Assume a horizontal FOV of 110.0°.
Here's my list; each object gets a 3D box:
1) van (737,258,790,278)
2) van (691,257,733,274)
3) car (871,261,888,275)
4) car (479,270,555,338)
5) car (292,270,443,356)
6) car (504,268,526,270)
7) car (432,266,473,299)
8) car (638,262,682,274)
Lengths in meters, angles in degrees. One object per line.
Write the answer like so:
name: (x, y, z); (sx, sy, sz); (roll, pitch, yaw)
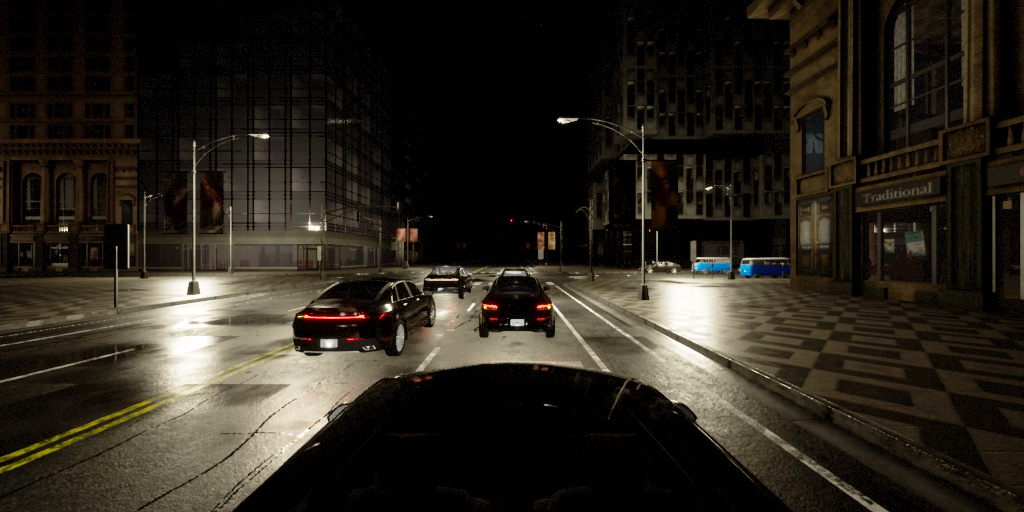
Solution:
van: (21.545, 1.038, 30.254); (3.998, 1.789, 1.690); (0, 0, 0)
van: (21.606, 1.050, 38.779); (3.998, 1.789, 1.690); (0, 0, 0)
car: (32.782, 1.258, 30.172); (4.207, 1.307, 1.802); (0, 0, 0)
car: (0.124, 1.277, 10.070); (1.812, 1.442, 4.674); (0, 0, 0)
car: (-3.132, 1.256, 8.576); (1.837, 1.490, 4.892); (0, 0, 0)
car: (0.151, 1.317, 18.459); (1.994, 1.385, 4.181); (0, 0, 0)
car: (-3.103, 1.245, 17.990); (2.128, 1.511, 4.902); (0, 0, 0)
car: (15.987, 1.271, 38.820); (4.403, 1.370, 2.007); (0, 0, 0)
